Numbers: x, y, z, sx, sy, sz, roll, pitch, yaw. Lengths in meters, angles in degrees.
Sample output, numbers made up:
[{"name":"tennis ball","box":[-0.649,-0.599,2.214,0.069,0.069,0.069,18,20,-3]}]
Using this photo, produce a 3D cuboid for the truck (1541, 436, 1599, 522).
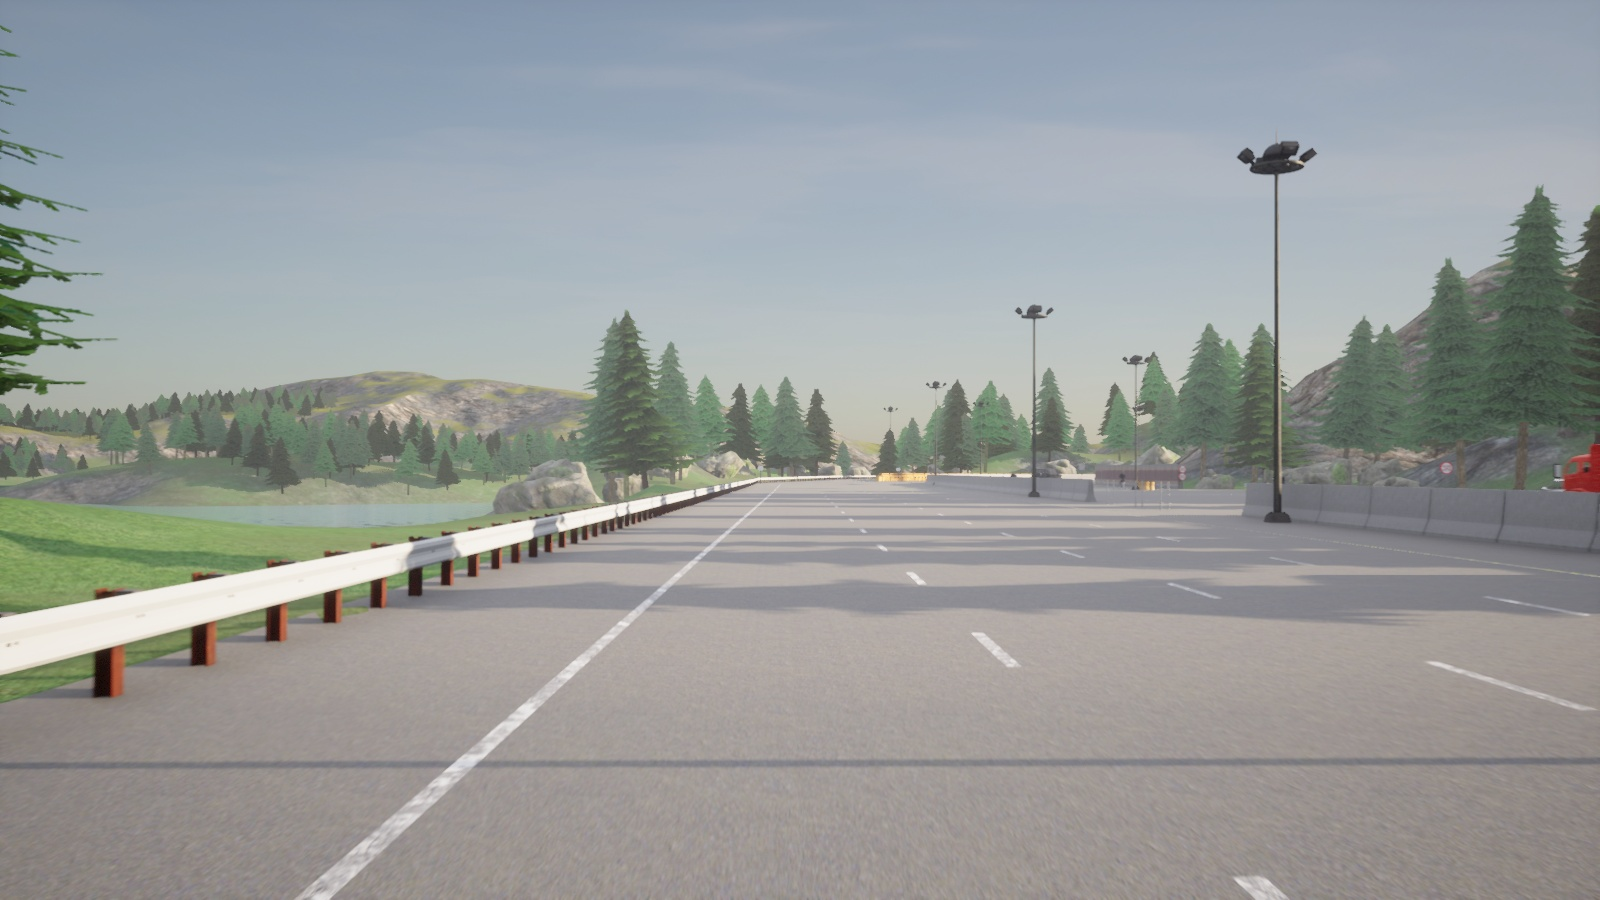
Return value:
[{"name":"truck","box":[24.412,0.833,36.518,2.627,2.467,5.204,0,-2,0]}]

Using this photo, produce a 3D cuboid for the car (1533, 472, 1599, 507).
[{"name":"car","box":[31.380,1.604,51.362,1.481,1.376,2.207,0,-1,0]}]
